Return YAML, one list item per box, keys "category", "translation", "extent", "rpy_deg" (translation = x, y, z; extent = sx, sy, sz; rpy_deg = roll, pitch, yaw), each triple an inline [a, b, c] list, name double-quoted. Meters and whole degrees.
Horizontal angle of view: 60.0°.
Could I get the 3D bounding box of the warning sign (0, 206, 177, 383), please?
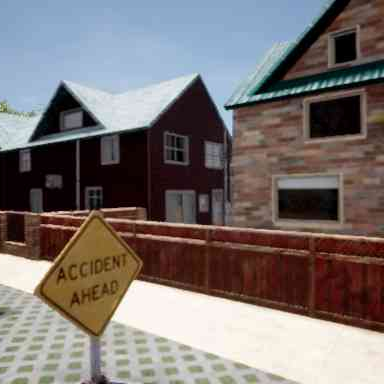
- category: "warning sign"
  translation: [-0.981, 1.112, 3.347]
  extent: [1.060, 1.860, 1.300]
  rpy_deg: [-1, 0, 35]
